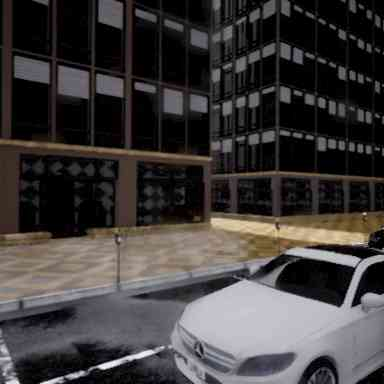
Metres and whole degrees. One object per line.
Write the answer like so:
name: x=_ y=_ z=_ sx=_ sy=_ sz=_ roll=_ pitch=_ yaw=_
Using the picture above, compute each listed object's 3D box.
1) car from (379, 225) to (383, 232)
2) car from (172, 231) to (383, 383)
car: x=8.427 y=1.614 z=12.560 sx=4.313 sy=1.339 sz=1.947 roll=0 pitch=0 yaw=-35
car: x=1.939 y=1.540 z=4.745 sx=4.674 sy=1.442 sz=1.812 roll=0 pitch=0 yaw=-35
